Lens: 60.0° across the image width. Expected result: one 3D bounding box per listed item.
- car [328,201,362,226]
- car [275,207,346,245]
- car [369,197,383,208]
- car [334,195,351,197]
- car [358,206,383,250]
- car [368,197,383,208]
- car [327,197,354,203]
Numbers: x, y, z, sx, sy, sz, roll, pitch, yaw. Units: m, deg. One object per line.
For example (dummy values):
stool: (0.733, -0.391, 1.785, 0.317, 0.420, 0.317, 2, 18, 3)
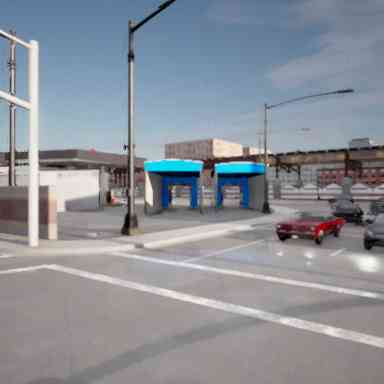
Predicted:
car: (10.861, 1.568, 23.400, 1.895, 1.301, 4.718, 0, 0, 30)
car: (5.665, 1.585, 15.849, 1.895, 1.301, 4.718, 0, 0, 37)
car: (18.105, 1.500, 31.269, 2.033, 1.411, 5.357, 0, 0, 16)
car: (25.098, 1.236, 56.438, 2.097, 1.767, 4.553, 0, 0, -18)
car: (8.365, 1.519, 13.663, 1.812, 1.442, 4.674, 0, 0, 36)
car: (26.893, 1.422, 46.441, 1.837, 1.490, 4.892, 0, 0, -3)
car: (15.033, 1.490, 33.201, 2.033, 1.411, 5.357, 0, 0, 15)
